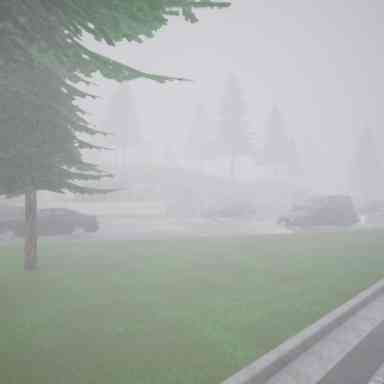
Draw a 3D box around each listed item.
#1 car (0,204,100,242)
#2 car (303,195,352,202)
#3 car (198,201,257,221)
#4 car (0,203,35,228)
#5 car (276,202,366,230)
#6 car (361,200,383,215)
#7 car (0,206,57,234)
[{"bbox_3d":[-7.151,1.492,16.466,5.008,1.535,1.882,0,0,-18],"label":"car"},{"bbox_3d":[10.203,1.247,25.952,5.566,2.045,2.150,0,0,-27],"label":"car"},{"bbox_3d":[2.874,1.517,26.947,4.902,1.511,2.128,0,0,-19],"label":"car"},{"bbox_3d":[-13.097,1.495,21.763,5.008,1.535,1.882,0,-1,-22],"label":"car"},{"bbox_3d":[8.065,1.567,21.202,5.357,1.411,2.033,0,0,-20],"label":"car"},{"bbox_3d":[18.854,1.580,35.058,5.357,1.411,2.033,0,0,-33],"label":"car"},{"bbox_3d":[-10.653,1.563,19.055,5.357,1.411,2.033,0,0,-19],"label":"car"}]
